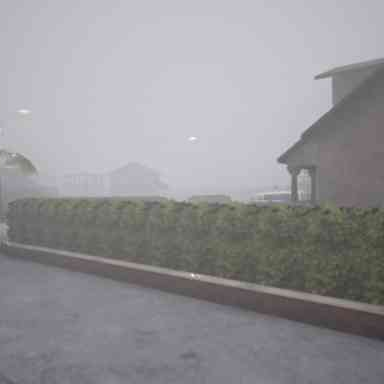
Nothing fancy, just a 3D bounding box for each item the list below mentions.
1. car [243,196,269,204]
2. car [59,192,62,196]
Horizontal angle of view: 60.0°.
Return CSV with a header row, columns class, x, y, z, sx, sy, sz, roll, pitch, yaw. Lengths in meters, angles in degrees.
class,x,y,z,sx,sy,sz,roll,pitch,yaw
car,8.025,1.555,43.744,1.994,1.385,4.181,0,0,36
car,-26.238,0.946,64.957,3.866,1.878,1.905,0,0,36
